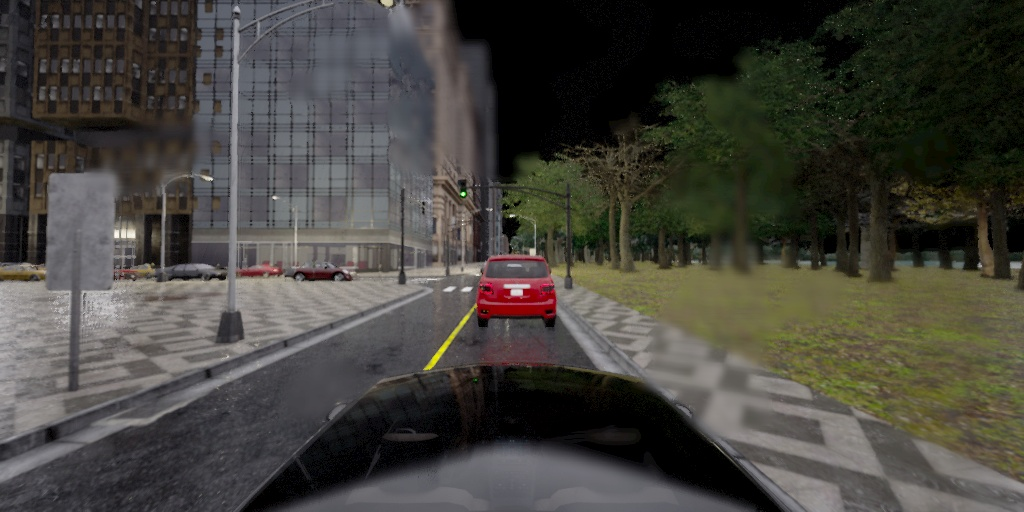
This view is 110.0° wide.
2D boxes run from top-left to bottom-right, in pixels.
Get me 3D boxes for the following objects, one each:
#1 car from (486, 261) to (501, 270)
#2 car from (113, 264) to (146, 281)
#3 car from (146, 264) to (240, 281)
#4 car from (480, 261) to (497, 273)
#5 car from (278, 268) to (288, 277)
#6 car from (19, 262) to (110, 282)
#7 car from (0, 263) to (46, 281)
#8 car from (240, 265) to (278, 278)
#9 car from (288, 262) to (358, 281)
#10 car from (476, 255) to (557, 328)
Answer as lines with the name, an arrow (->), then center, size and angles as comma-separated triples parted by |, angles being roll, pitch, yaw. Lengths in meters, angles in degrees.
car -> -2.910, 1.440, 56.572 | 1.994, 1.385, 4.181 | 0, 0, 1
car -> -29.907, 1.237, 26.129 | 4.507, 1.381, 1.888 | 0, 0, 0
car -> -25.502, 1.307, 28.807 | 5.357, 1.411, 2.033 | 0, -2, 0
car -> -2.989, 1.383, 46.528 | 2.033, 1.411, 5.357 | 0, 0, -3
car -> -15.347, 1.302, 28.845 | 5.357, 1.411, 2.033 | 0, -2, 6
car -> -35.877, 1.244, 28.832 | 5.008, 1.535, 1.882 | 0, -2, 0
car -> -35.224, 1.221, 26.136 | 4.829, 1.417, 1.751 | 0, 0, 0
car -> -24.403, 1.495, 34.644 | 4.207, 1.307, 1.802 | 0, 0, 0
car -> -13.476, 1.121, 26.106 | 4.097, 1.591, 1.967 | 0, 0, -1
car -> 0.128, 0.979, 11.522 | 2.150, 2.045, 5.566 | 0, 0, 0
